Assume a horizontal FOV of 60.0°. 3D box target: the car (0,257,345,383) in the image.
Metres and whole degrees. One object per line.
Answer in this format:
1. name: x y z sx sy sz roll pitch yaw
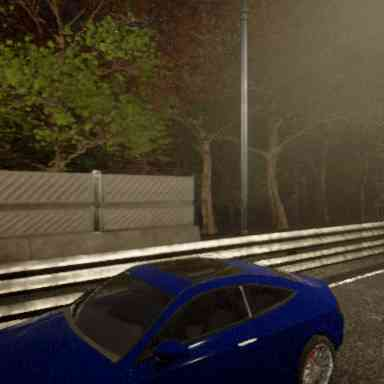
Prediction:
1. car: -0.223 1.520 3.526 4.674 1.442 1.812 0 0 -35
